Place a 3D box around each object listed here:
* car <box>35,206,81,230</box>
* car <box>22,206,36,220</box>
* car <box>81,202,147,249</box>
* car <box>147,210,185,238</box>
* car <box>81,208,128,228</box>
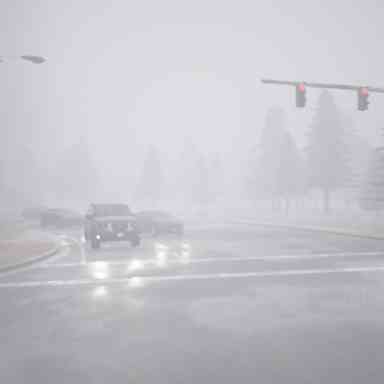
[{"bbox_3d":[-10.259,2.032,26.204,1.882,1.535,5.008,1,-2,-44],"label":"car"},{"bbox_3d":[-15.950,2.253,35.342,4.902,1.511,2.128,-1,-1,31],"label":"car"},{"bbox_3d":[-4.185,1.565,17.002,2.150,2.045,5.566,0,-1,-23],"label":"car"},{"bbox_3d":[-2.260,1.900,20.921,1.882,1.535,5.008,1,-1,-31],"label":"car"},{"bbox_3d":[-7.527,2.119,28.320,1.812,1.442,4.674,1,-2,-43],"label":"car"}]
